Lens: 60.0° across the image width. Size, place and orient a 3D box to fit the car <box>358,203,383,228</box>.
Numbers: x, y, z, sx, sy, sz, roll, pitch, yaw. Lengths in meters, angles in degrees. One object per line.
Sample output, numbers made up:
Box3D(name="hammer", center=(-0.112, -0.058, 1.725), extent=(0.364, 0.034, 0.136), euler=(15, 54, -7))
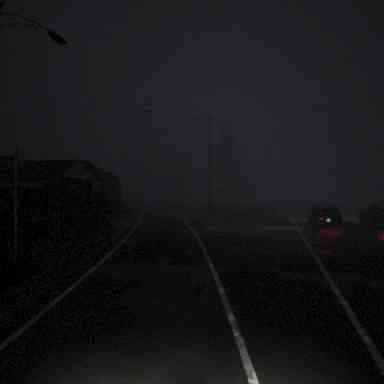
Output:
Box3D(name="car", center=(12.347, 1.452, 21.825), extent=(2.128, 1.511, 4.902), euler=(0, 0, 14))

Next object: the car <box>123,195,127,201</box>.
Box3D(name="car", center=(-15.248, 1.418, 79.742), extent=(1.812, 1.442, 4.674), euler=(0, 0, -22))

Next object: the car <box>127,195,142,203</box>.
Box3D(name="car", center=(-11.866, 1.395, 70.166), extent=(2.097, 1.767, 4.553), euler=(0, 0, -19))

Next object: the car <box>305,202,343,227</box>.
Box3D(name="car", center=(8.980, 1.477, 22.784), extent=(1.837, 1.490, 4.892), euler=(0, 0, 14))
